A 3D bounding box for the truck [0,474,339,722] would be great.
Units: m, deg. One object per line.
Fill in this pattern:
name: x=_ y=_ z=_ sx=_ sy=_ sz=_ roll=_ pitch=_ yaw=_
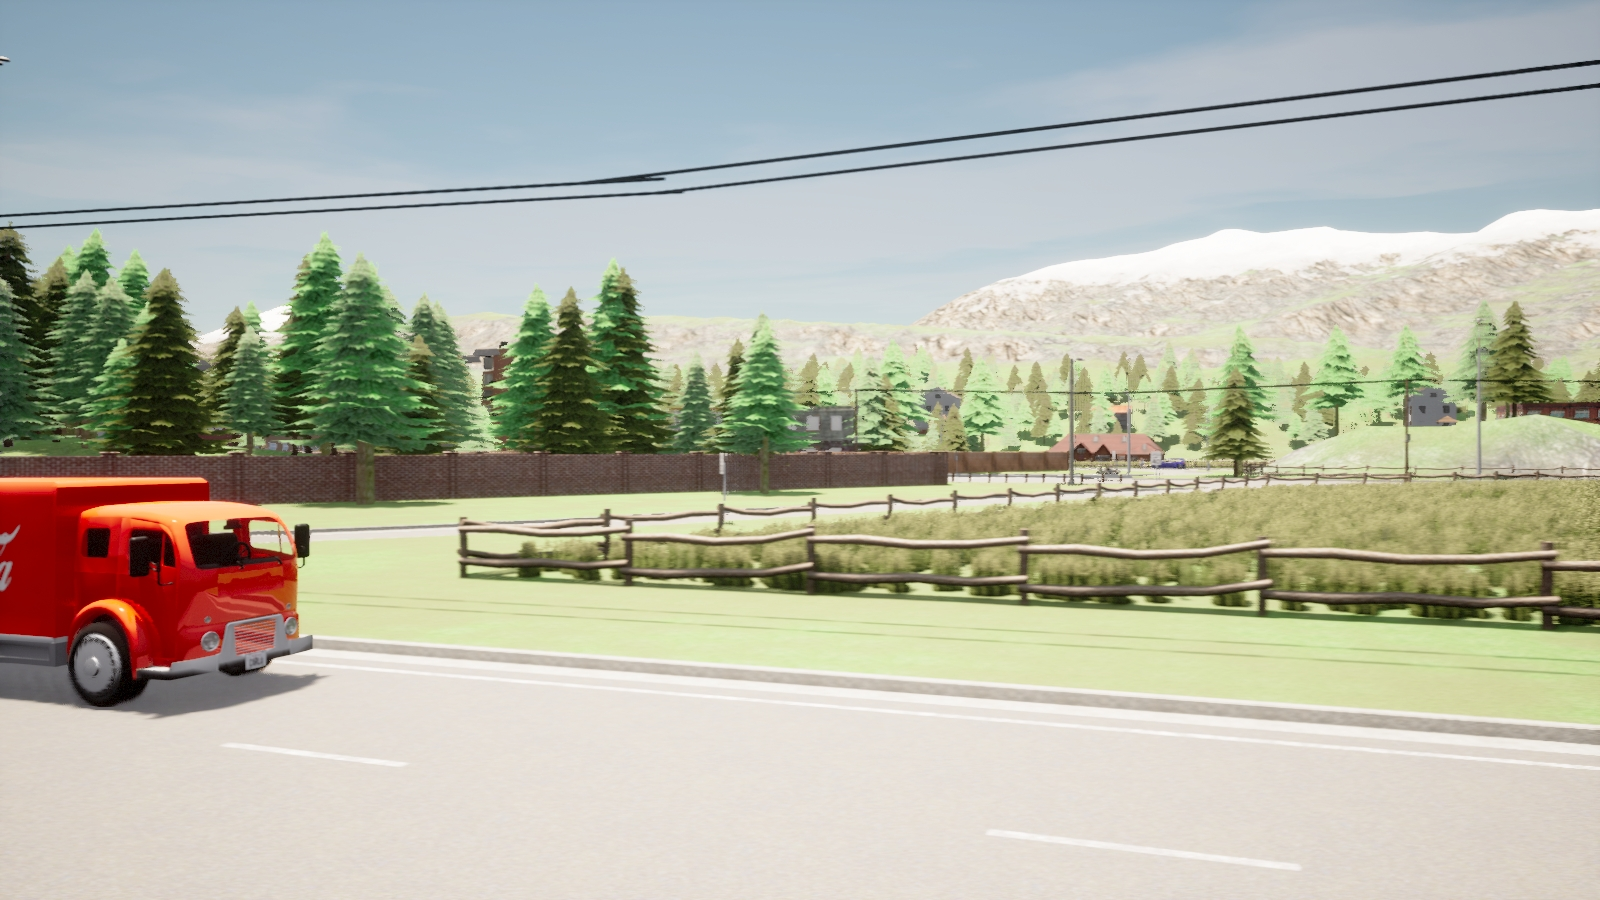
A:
truck: x=-8.634 y=1.568 z=13.891 sx=5.204 sy=2.467 sz=2.627 roll=0 pitch=0 yaw=20
